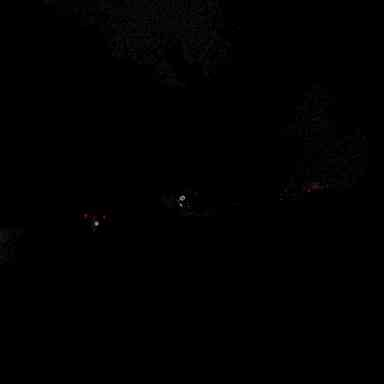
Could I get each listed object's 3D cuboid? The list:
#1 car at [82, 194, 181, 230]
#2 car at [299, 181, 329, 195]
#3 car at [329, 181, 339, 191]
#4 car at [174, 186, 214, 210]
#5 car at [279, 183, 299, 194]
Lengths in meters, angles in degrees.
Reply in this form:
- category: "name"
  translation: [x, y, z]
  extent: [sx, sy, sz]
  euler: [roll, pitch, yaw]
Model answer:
- category: "car"
  translation: [-2.929, 1.013, 16.551]
  extent: [1.895, 1.301, 4.718]
  euler: [0, 3, 36]
- category: "car"
  translation: [15.213, -0.464, 41.439]
  extent: [1.812, 1.442, 4.674]
  euler: [0, 3, 35]
- category: "car"
  translation: [20.841, -0.935, 50.076]
  extent: [2.033, 1.411, 5.357]
  euler: [0, 3, 32]
- category: "car"
  translation: [-0.209, 0.359, 25.479]
  extent: [2.097, 1.767, 4.553]
  euler: [0, 3, 36]
- category: "car"
  translation: [13.035, -0.467, 43.720]
  extent: [1.994, 1.385, 4.181]
  euler: [0, 3, 35]
